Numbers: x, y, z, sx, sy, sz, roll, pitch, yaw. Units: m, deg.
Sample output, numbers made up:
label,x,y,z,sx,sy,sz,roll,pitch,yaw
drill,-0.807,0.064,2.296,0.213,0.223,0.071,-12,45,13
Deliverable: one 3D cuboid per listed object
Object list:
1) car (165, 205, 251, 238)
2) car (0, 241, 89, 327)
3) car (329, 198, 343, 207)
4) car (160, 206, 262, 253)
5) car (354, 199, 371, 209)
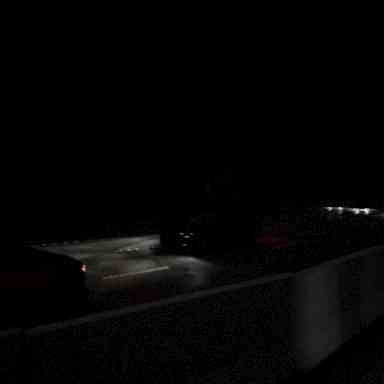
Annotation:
label,x,y,z,sx,sy,sz,roll,pitch,yaw
car,1.020,1.554,18.961,4.902,1.511,2.128,0,0,-45
car,-3.958,1.581,5.649,4.181,1.385,1.994,0,0,-36
car,23.644,1.713,54.550,1.837,1.490,4.892,0,0,24
car,0.942,1.520,14.101,5.008,1.535,1.882,0,0,-42
car,24.543,1.732,48.022,1.994,1.385,4.181,0,0,24
